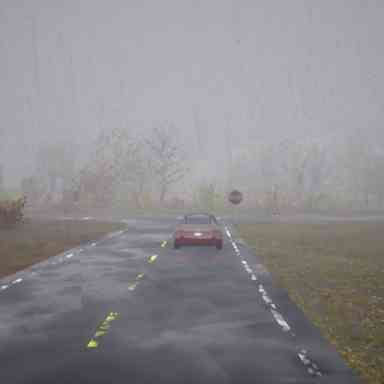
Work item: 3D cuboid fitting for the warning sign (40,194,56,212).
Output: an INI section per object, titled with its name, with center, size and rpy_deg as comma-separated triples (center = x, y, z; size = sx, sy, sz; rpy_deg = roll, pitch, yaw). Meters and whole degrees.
[warning sign]
center = -15.026, 1.145, 34.754
size = 1.060, 1.860, 1.300
rpy_deg = 0, 0, 2

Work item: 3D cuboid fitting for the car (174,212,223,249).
[car]
center = 0.308, 1.574, 14.575
size = 1.994, 1.385, 4.181
rpy_deg = 0, 0, 2
